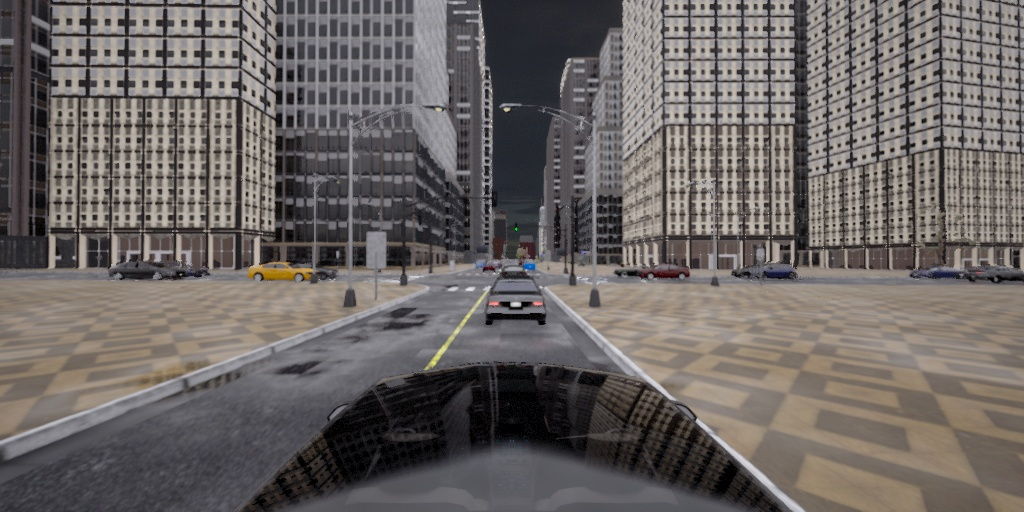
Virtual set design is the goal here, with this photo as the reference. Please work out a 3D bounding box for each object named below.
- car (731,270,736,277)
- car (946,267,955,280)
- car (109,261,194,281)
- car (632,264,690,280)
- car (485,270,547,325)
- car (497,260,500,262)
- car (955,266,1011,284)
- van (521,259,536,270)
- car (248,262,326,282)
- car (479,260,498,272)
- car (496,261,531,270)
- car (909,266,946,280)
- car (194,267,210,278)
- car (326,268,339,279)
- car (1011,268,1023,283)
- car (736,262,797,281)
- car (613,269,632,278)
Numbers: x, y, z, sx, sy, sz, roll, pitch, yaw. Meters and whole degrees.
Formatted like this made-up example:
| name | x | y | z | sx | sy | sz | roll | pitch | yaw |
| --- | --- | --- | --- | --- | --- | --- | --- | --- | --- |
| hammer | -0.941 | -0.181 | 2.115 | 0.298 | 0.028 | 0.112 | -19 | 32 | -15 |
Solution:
| name | x | y | z | sx | sy | sz | roll | pitch | yaw |
| --- | --- | --- | --- | --- | --- | --- | --- | --- | --- |
| car | 26.439 | 1.694 | 38.902 | 4.892 | 1.490 | 1.837 | 0 | -1 | -1 |
| car | 47.836 | 1.785 | 36.262 | 4.902 | 1.511 | 2.128 | 0 | -1 | -3 |
| car | -28.139 | 1.179 | 27.812 | 4.892 | 1.490 | 1.837 | 1 | -1 | -1 |
| car | 14.900 | 1.557 | 35.408 | 5.008 | 1.535 | 1.882 | 0 | -1 | -1 |
| car | 0.106 | 1.361 | 12.135 | 2.033 | 1.411 | 5.357 | 0 | 0 | 0 |
| car | -3.131 | 1.640 | 62.439 | 1.812 | 1.442 | 4.674 | 0 | 0 | -1 |
| car | 44.498 | 1.727 | 32.793 | 4.902 | 1.511 | 2.128 | 0 | -1 | -2 |
| van | 2.687 | 1.407 | 54.456 | 1.690 | 1.789 | 3.998 | 0 | 0 | 0 |
| car | -17.744 | 1.238 | 28.028 | 5.008 | 1.535 | 1.882 | 1 | -1 | -1 |
| car | -3.219 | 1.647 | 51.043 | 1.895 | 1.301 | 4.718 | 0 | 0 | -2 |
| car | 0.084 | 1.372 | 25.577 | 1.882 | 1.535 | 5.008 | 0 | 0 | 0 |
| car | 46.643 | 1.845 | 39.466 | 4.674 | 1.442 | 1.812 | 1 | -1 | -2 |
| car | -29.456 | 1.245 | 31.034 | 5.357 | 1.411 | 2.033 | 1 | -1 | -1 |
| car | -17.599 | 1.322 | 31.282 | 4.674 | 1.442 | 1.812 | 0 | -1 | -1 |
| car | 45.246 | 1.697 | 29.573 | 4.902 | 1.511 | 2.128 | 0 | -1 | -3 |
| car | 25.490 | 1.502 | 35.635 | 4.553 | 1.767 | 2.097 | 0 | -1 | -1 |
| car | 13.375 | 1.704 | 38.640 | 4.718 | 1.301 | 1.895 | 0 | -1 | -1 |
